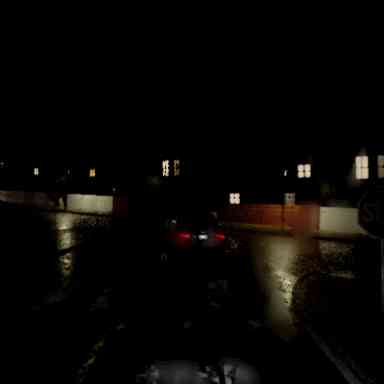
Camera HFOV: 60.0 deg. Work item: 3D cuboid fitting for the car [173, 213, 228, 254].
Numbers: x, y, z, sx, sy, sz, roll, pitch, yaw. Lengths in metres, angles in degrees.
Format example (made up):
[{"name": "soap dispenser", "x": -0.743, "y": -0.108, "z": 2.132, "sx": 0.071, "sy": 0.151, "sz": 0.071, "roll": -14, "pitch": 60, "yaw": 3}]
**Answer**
[{"name": "car", "x": 0.225, "y": 1.575, "z": 13.528, "sx": 2.033, "sy": 1.411, "sz": 5.357, "roll": 2, "pitch": -1, "yaw": -3}]
